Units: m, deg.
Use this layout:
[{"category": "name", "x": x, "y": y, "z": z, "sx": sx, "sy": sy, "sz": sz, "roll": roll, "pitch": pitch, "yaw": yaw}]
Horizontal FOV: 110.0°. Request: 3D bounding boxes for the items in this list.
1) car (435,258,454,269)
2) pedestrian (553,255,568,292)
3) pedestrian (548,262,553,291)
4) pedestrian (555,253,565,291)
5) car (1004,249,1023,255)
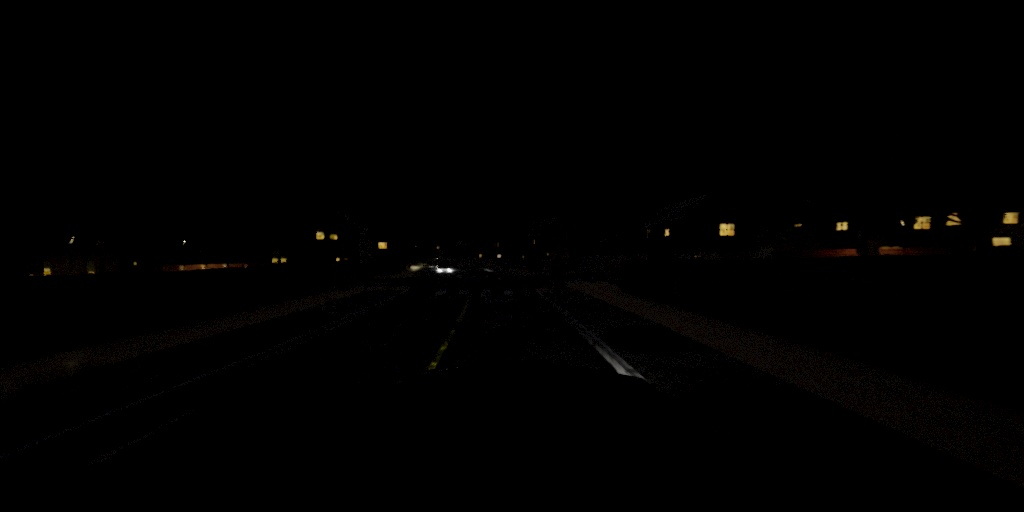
[{"category": "car", "x": -10.823, "y": 1.317, "z": 57.409, "sx": 1.895, "sy": 1.301, "sz": 4.718, "roll": -1, "pitch": 0, "yaw": -15}, {"category": "pedestrian", "x": 2.342, "y": 0.811, "z": 17.317, "sx": 0.375, "sy": 1.860, "sz": 0.375, "roll": -1, "pitch": 1, "yaw": -4}, {"category": "pedestrian", "x": 2.229, "y": 0.813, "z": 18.612, "sx": 0.375, "sy": 1.860, "sz": 0.375, "roll": -1, "pitch": 1, "yaw": -4}, {"category": "pedestrian", "x": 2.407, "y": 0.810, "z": 17.963, "sx": 0.375, "sy": 1.860, "sz": 0.375, "roll": -1, "pitch": 1, "yaw": -4}, {"category": "car", "x": 37.570, "y": 0.203, "z": 26.007, "sx": 4.181, "sy": 1.385, "sz": 1.994, "roll": -1, "pitch": 1, "yaw": 2}]
